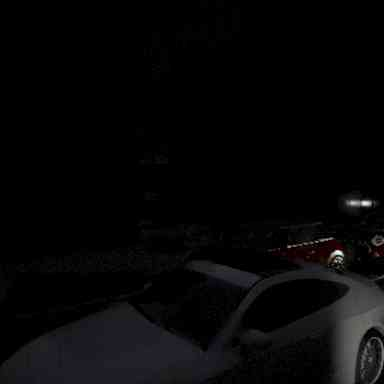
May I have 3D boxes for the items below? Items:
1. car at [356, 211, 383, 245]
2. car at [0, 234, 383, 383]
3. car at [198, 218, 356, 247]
[{"bbox_3d":[6.185,1.368,10.917,4.097,1.590,1.967,0,0,-35],"label":"car"},{"bbox_3d":[0.443,1.509,3.696,4.674,1.442,1.812,0,0,-35],"label":"car"},{"bbox_3d":[1.673,1.401,7.720,4.097,1.590,1.967,0,0,-35],"label":"car"}]
